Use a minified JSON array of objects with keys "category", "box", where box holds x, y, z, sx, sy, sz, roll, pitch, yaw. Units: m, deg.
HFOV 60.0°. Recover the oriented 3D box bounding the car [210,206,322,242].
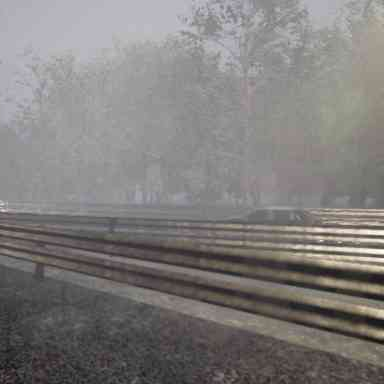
[{"category":"car","box":[3.228,1.458,14.721,4.856,1.649,2.033,0,0,22]}]
